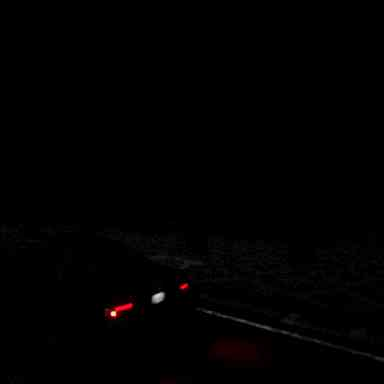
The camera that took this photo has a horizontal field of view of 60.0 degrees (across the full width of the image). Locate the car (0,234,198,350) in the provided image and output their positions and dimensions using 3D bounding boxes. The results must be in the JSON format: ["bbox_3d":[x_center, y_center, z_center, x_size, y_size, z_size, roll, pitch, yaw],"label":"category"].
[{"bbox_3d":[-2.439,1.526,6.225,5.357,1.411,2.033,0,0,38],"label":"car"}]
